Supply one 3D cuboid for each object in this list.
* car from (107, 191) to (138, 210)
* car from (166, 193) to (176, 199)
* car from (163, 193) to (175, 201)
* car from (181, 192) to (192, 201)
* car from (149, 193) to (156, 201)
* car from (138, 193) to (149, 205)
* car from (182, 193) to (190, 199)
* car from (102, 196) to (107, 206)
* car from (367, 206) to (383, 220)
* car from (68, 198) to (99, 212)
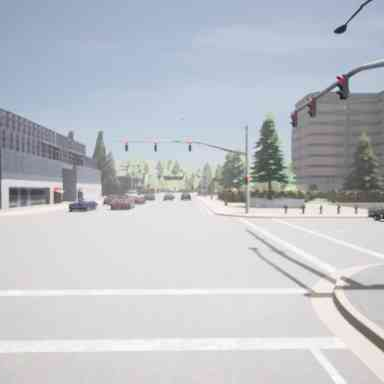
[{"bbox_3d":[-7.822,1.065,37.785,2.097,1.767,4.553,0,0,-1],"label":"car"},{"bbox_3d":[-4.816,0.931,76.354,1.895,1.301,4.718,0,0,-1],"label":"car"},{"bbox_3d":[-4.657,1.049,65.719,2.033,1.411,5.357,0,0,-1],"label":"car"},{"bbox_3d":[-1.167,0.849,66.366,2.097,1.767,4.553,0,0,-1],"label":"car"},{"bbox_3d":[-8.167,0.989,64.552,1.882,1.535,5.008,0,1,0],"label":"car"},{"bbox_3d":[-7.986,1.191,49.024,1.994,1.385,4.181,0,1,-1],"label":"car"},{"bbox_3d":[-1.316,0.860,76.374,1.812,1.442,4.674,0,0,-1],"label":"car"},{"bbox_3d":[-11.470,1.139,47.760,1.837,1.490,4.892,0,2,-1],"label":"car"},{"bbox_3d":[14.979,1.326,23.389,4.892,1.490,1.837,0,0,-1],"label":"car"},{"bbox_3d":[-11.280,1.338,34.710,1.895,1.301,4.718,0,0,-1],"label":"car"}]
